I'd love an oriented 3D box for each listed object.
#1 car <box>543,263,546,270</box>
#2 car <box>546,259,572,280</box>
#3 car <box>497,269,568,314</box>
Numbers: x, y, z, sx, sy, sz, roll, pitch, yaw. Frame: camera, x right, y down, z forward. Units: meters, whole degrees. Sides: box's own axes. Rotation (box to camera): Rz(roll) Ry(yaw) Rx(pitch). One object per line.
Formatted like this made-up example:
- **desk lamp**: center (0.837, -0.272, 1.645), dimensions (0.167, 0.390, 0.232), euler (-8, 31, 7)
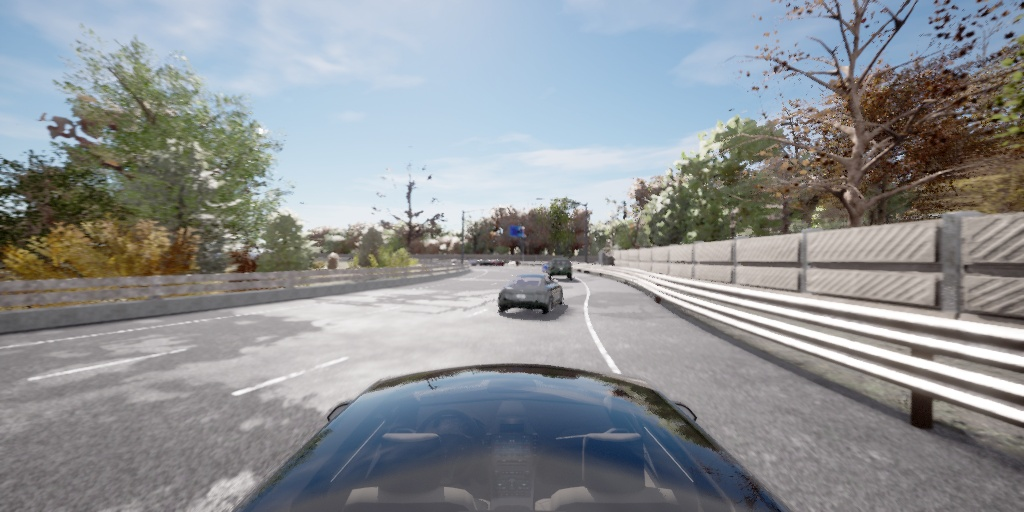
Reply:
- **car**: center (5.334, 1.684, 44.619), dimensions (1.994, 1.385, 4.181), euler (1, 0, 1)
- **car**: center (4.771, 1.275, 35.795), dimensions (2.150, 2.045, 5.566), euler (1, 0, 5)
- **car**: center (0.867, 1.415, 14.588), dimensions (1.994, 1.385, 4.181), euler (1, 0, 16)
